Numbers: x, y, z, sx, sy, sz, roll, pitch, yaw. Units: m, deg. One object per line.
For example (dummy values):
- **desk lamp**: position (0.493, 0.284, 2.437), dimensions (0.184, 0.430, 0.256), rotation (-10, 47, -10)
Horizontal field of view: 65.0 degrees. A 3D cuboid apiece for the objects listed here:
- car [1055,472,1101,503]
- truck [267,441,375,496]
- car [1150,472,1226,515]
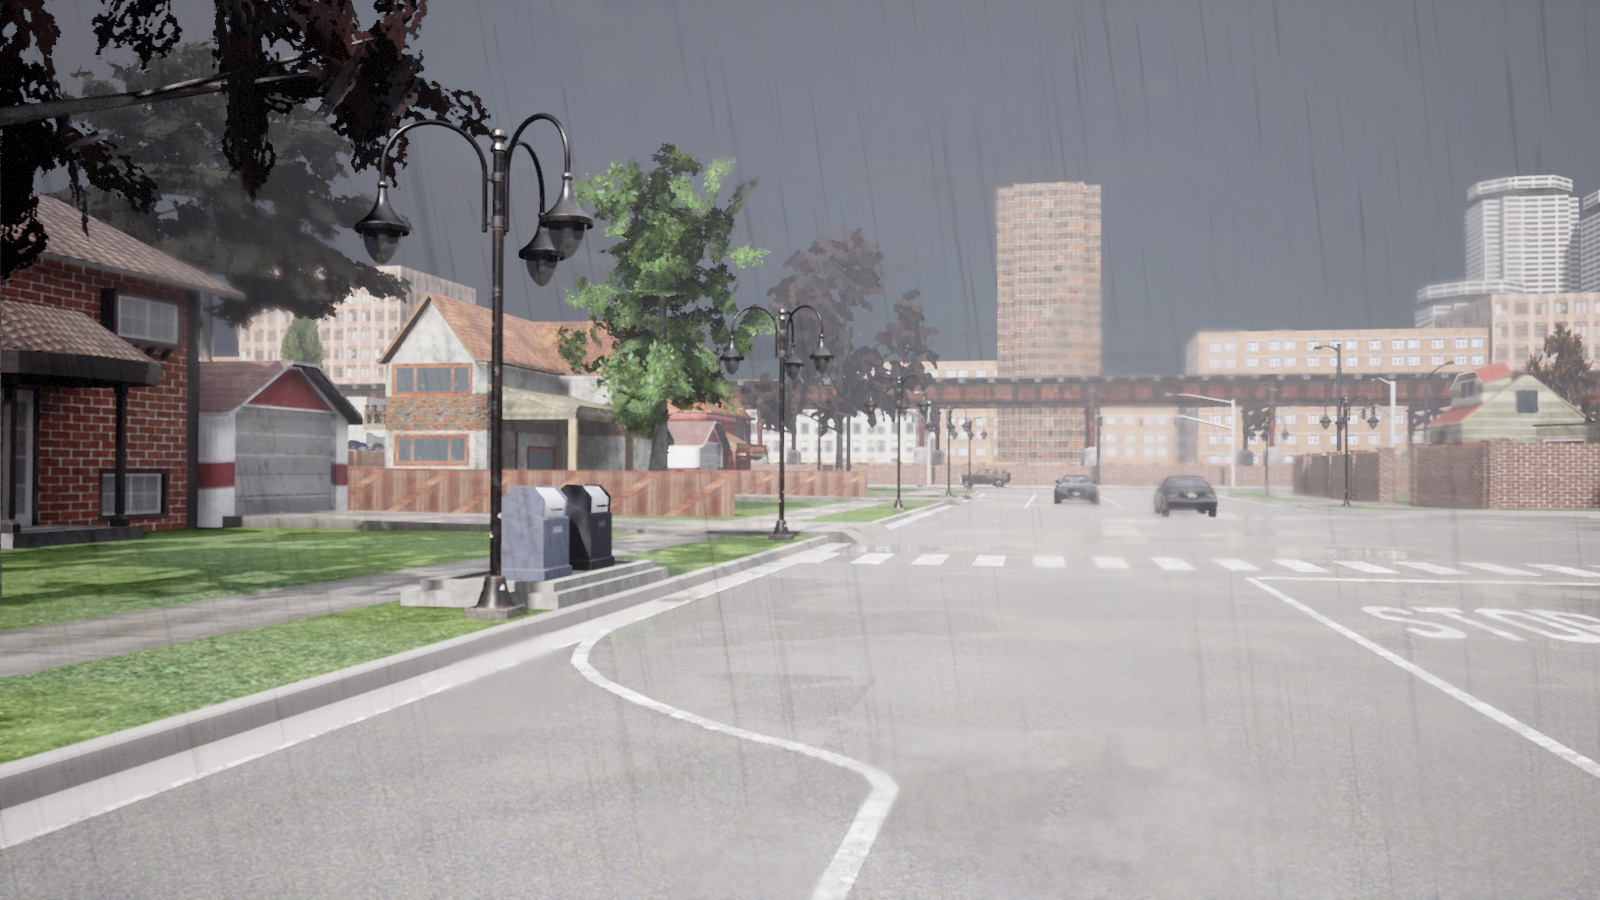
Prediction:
- **car**: position (12.957, 1.726, 58.764), dimensions (1.994, 1.385, 4.181), rotation (0, -1, 11)
- **truck**: position (-32.052, 1.242, 84.373), dimensions (2.891, 3.462, 7.936), rotation (0, -1, 12)
- **car**: position (13.588, 1.486, 44.275), dimensions (2.033, 1.411, 5.357), rotation (0, -1, 11)
